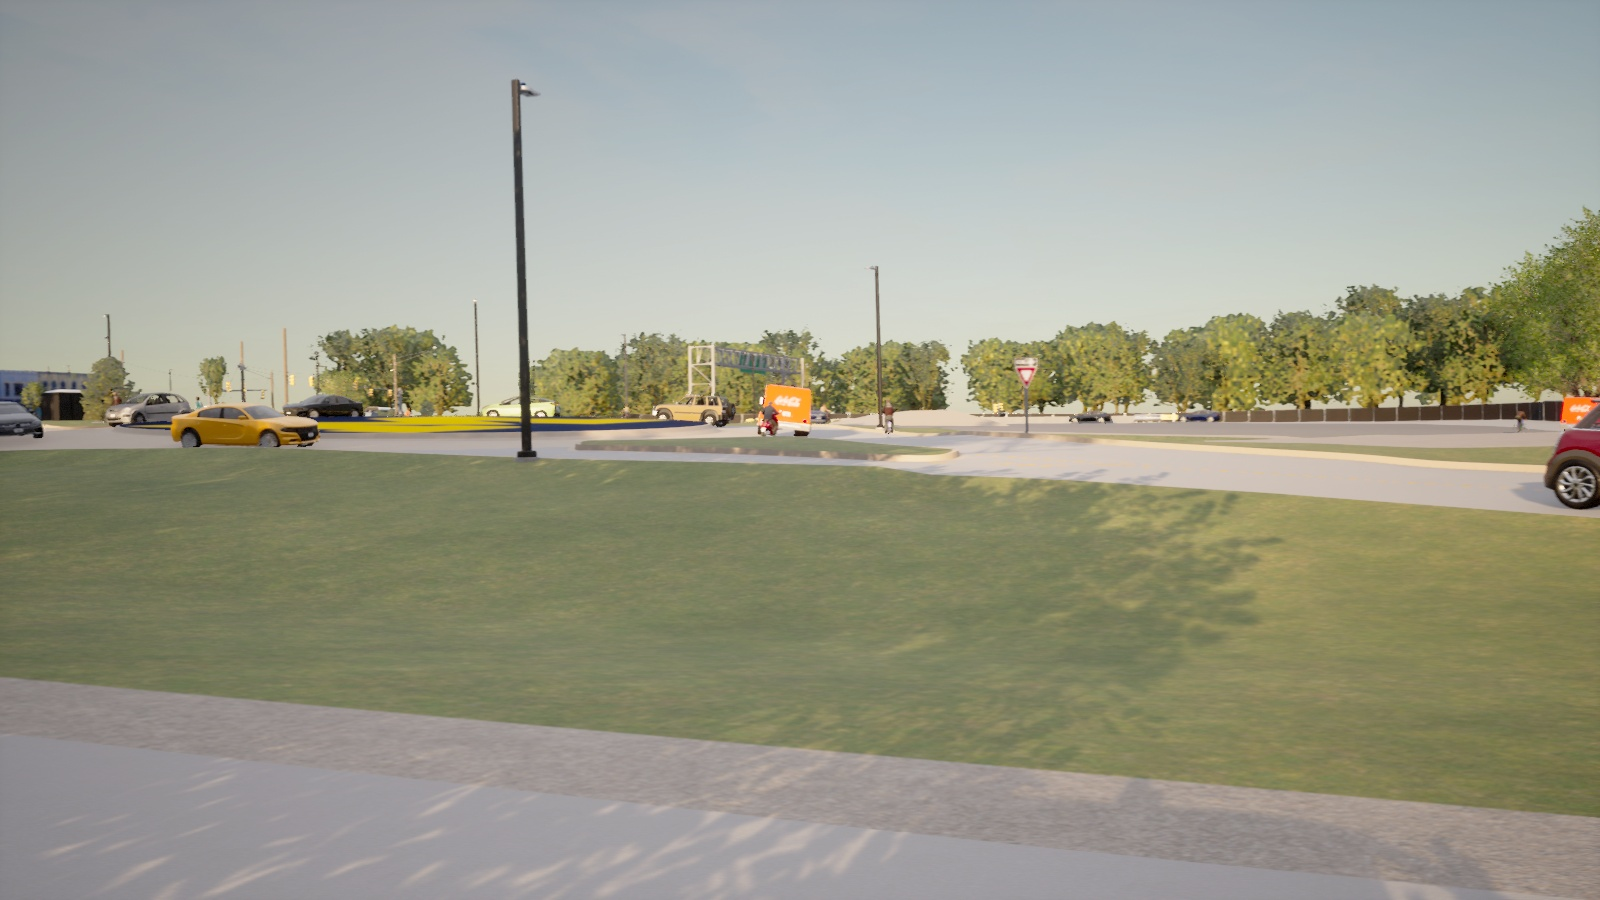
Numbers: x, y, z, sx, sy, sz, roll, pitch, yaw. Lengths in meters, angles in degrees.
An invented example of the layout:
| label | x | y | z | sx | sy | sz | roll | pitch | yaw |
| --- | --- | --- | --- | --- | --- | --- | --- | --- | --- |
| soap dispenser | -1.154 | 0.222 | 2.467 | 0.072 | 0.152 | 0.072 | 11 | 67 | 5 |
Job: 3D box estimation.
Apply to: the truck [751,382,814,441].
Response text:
| label | x | y | z | sx | sy | sz | roll | pitch | yaw |
| --- | --- | --- | --- | --- | --- | --- | --- | --- | --- |
| truck | -0.938 | -1.907 | 62.267 | 2.627 | 2.467 | 5.204 | 7 | 1 | -3 |

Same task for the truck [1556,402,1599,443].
| label | x | y | z | sx | sy | sz | roll | pitch | yaw |
| --- | --- | --- | --- | --- | --- | --- | --- | --- | --- |
| truck | 51.584 | -1.749 | 81.175 | 5.204 | 2.467 | 2.627 | 0 | 3 | -35 |

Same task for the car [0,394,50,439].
| label | x | y | z | sx | sy | sz | roll | pitch | yaw |
| --- | --- | --- | --- | --- | --- | --- | --- | --- | --- |
| car | -31.296 | -1.364 | 49.507 | 1.812 | 1.442 | 4.674 | -9 | 9 | -43 |

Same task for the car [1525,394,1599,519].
| label | x | y | z | sx | sy | sz | roll | pitch | yaw |
| --- | --- | --- | --- | --- | --- | --- | --- | --- | --- |
| car | 12.892 | 0.144 | 17.336 | 2.097 | 1.767 | 4.553 | -1 | 4 | -27 |

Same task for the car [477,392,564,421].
| label | x | y | z | sx | sy | sz | roll | pitch | yaw |
| --- | --- | --- | --- | --- | --- | --- | --- | --- | --- |
| car | -16.268 | -2.531 | 73.223 | 4.514 | 1.525 | 2.007 | 1 | 1 | 3 |

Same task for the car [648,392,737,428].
| label | x | y | z | sx | sy | sz | roll | pitch | yaw |
| --- | --- | --- | --- | --- | --- | --- | --- | --- | --- |
| car | -6.097 | -2.291 | 71.347 | 4.605 | 1.855 | 1.932 | 3 | 1 | 18 |

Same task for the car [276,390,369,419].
| label | x | y | z | sx | sy | sz | roll | pitch | yaw |
| --- | --- | --- | --- | --- | --- | --- | --- | --- | --- |
| car | -26.642 | -2.545 | 70.272 | 1.882 | 1.535 | 5.008 | 1 | 2 | 24 |

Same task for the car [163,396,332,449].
| label | x | y | z | sx | sy | sz | roll | pitch | yaw |
| --- | --- | --- | --- | --- | --- | --- | --- | --- | --- |
| car | -18.255 | -0.950 | 41.558 | 5.008 | 1.535 | 1.882 | 2 | 6 | 16 |

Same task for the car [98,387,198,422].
| label | x | y | z | sx | sy | sz | roll | pitch | yaw |
| --- | --- | --- | --- | --- | --- | --- | --- | --- | --- |
| car | -31.632 | -2.238 | 61.041 | 1.851 | 1.617 | 3.988 | -1 | 2 | 22 |

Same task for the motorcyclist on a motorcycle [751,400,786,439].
| label | x | y | z | sx | sy | sz | roll | pitch | yaw |
| --- | --- | --- | --- | --- | --- | --- | --- | --- | --- |
| motorcyclist on a motorcycle | -1.342 | -1.298 | 53.478 | 0.866 | 1.590 | 1.817 | 3 | 2 | 17 |

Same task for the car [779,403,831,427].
| label | x | y | z | sx | sy | sz | roll | pitch | yaw |
| --- | --- | --- | --- | --- | --- | --- | --- | --- | --- |
| car | 0.332 | -2.479 | 88.323 | 1.789 | 1.549 | 3.705 | 1 | 1 | -35 |
